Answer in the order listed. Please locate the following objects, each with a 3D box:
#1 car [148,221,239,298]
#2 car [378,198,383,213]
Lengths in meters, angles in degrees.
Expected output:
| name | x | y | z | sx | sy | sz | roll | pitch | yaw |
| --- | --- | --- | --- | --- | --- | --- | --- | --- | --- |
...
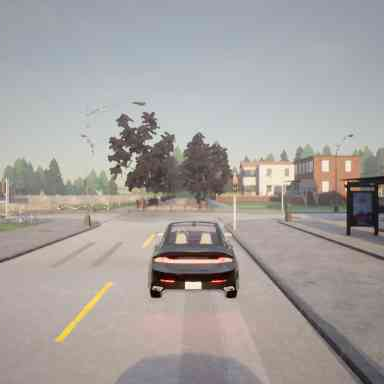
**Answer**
| name | x | y | z | sx | sy | sz | roll | pitch | yaw |
| --- | --- | --- | --- | --- | --- | --- | --- | --- | --- |
| car | 0.049 | 1.492 | 8.484 | 2.128 | 1.511 | 4.902 | 0 | 0 | 1 |
| car | 18.442 | 1.352 | 33.377 | 4.553 | 1.767 | 2.097 | 0 | 0 | 0 |
